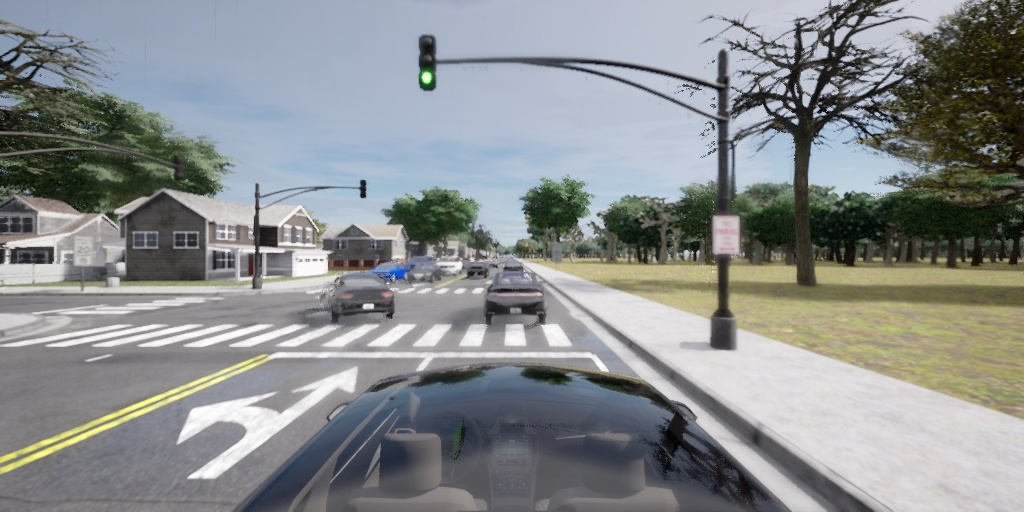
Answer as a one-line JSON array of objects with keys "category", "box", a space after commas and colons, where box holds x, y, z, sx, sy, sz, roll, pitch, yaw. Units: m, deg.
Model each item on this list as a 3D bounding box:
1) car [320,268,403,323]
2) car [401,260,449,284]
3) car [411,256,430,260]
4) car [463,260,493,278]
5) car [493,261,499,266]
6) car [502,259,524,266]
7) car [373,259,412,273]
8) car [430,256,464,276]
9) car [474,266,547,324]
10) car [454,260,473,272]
[{"category": "car", "box": [-5.345, 1.294, 12.366, 1.812, 1.442, 4.674, 1, 0, -31]}, {"category": "car", "box": [-6.583, 1.279, 27.626, 2.128, 1.511, 4.902, 0, 0, 0]}, {"category": "car", "box": [-9.816, 1.019, 38.518, 2.150, 2.045, 5.566, 0, 0, 0]}, {"category": "car", "box": [-3.130, 1.298, 33.963, 1.837, 1.490, 4.892, 0, 0, 0]}, {"category": "car", "box": [-3.203, 1.418, 59.875, 1.895, 1.301, 4.718, 0, 0, 0]}, {"category": "car", "box": [0.121, 1.271, 34.052, 1.882, 1.535, 5.008, 0, 0, 0]}, {"category": "car", "box": [-9.819, 1.266, 28.713, 1.882, 1.535, 5.008, 0, 0, 1]}, {"category": "car", "box": [-6.573, 1.016, 37.511, 2.150, 2.045, 5.566, 0, 0, 0]}, {"category": "car", "box": [0.106, 1.261, 12.111, 2.128, 1.511, 4.902, 0, 0, 0]}, {"category": "car", "box": [-6.517, 1.312, 48.346, 1.837, 1.490, 4.892, 0, 0, 1]}]
